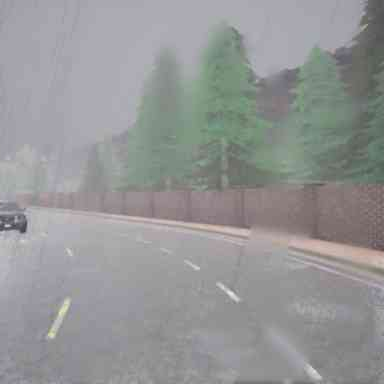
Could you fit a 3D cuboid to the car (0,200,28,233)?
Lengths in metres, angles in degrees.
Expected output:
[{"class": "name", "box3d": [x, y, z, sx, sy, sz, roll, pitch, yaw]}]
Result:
[{"class": "car", "box3d": [-11.924, 1.564, 20.873, 2.150, 2.045, 5.566, -1, 0, -37]}]
